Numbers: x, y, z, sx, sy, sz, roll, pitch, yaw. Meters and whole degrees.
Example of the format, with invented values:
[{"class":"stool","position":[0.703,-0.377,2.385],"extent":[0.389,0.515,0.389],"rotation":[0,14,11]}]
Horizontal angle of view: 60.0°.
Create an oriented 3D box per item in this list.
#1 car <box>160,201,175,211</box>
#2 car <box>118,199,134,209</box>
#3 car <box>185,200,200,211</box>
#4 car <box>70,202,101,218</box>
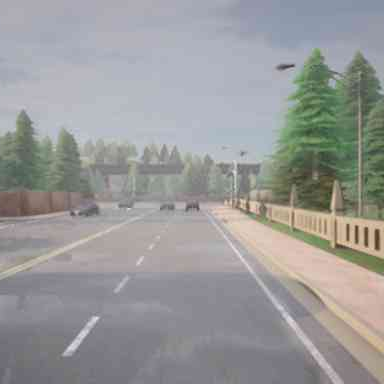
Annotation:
[{"class":"car","position":[-3.408,1.936,47.169],"extent":[1.895,1.301,4.718],"rotation":[0,0,0]},{"class":"car","position":[-10.509,1.927,53.387],"extent":[1.837,1.490,4.892],"rotation":[0,0,0]},{"class":"car","position":[0.092,1.839,47.088],"extent":[1.837,1.490,4.892],"rotation":[0,-1,0]},{"class":"car","position":[-10.687,1.730,33.512],"extent":[2.128,1.511,4.902],"rotation":[0,0,2]}]
